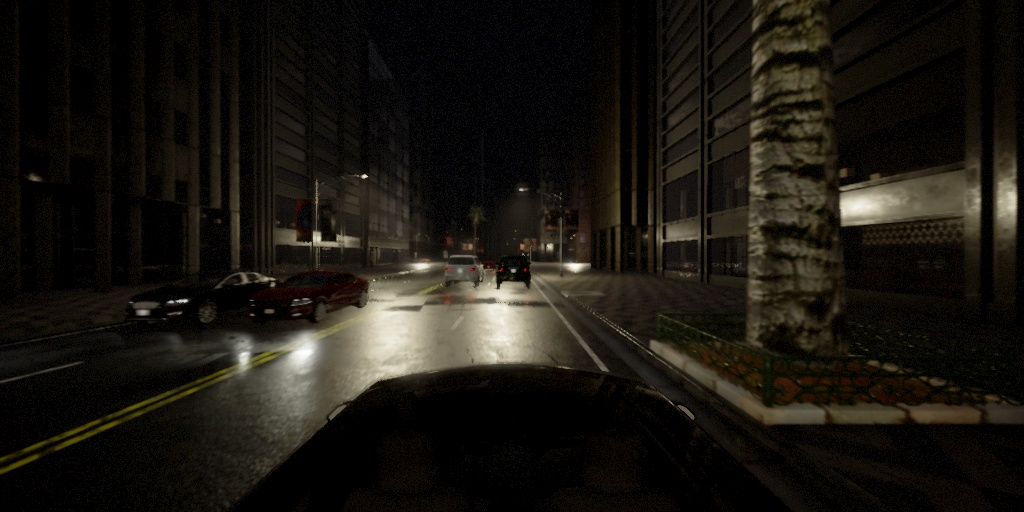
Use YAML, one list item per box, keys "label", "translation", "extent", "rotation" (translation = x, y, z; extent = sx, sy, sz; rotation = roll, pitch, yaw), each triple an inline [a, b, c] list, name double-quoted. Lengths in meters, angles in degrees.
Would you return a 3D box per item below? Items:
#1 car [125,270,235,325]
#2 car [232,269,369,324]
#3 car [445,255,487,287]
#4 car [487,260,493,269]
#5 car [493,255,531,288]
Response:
- label: "car"
  translation: [-9.854, 1.249, 12.026]
  extent: [2.128, 1.511, 4.902]
  rotation: [0, 0, 0]
- label: "car"
  translation: [-6.605, 1.231, 12.255]
  extent: [1.882, 1.535, 5.008]
  rotation: [0, 0, 0]
- label: "car"
  translation: [-3.165, 0.970, 24.623]
  extent: [2.150, 2.045, 5.566]
  rotation: [0, 0, 0]
- label: "car"
  translation: [-3.187, 1.280, 51.378]
  extent: [1.812, 1.442, 4.674]
  rotation: [0, 0, 0]
- label: "car"
  translation: [0.086, 0.965, 23.744]
  extent: [2.150, 2.045, 5.566]
  rotation: [0, 0, 0]
